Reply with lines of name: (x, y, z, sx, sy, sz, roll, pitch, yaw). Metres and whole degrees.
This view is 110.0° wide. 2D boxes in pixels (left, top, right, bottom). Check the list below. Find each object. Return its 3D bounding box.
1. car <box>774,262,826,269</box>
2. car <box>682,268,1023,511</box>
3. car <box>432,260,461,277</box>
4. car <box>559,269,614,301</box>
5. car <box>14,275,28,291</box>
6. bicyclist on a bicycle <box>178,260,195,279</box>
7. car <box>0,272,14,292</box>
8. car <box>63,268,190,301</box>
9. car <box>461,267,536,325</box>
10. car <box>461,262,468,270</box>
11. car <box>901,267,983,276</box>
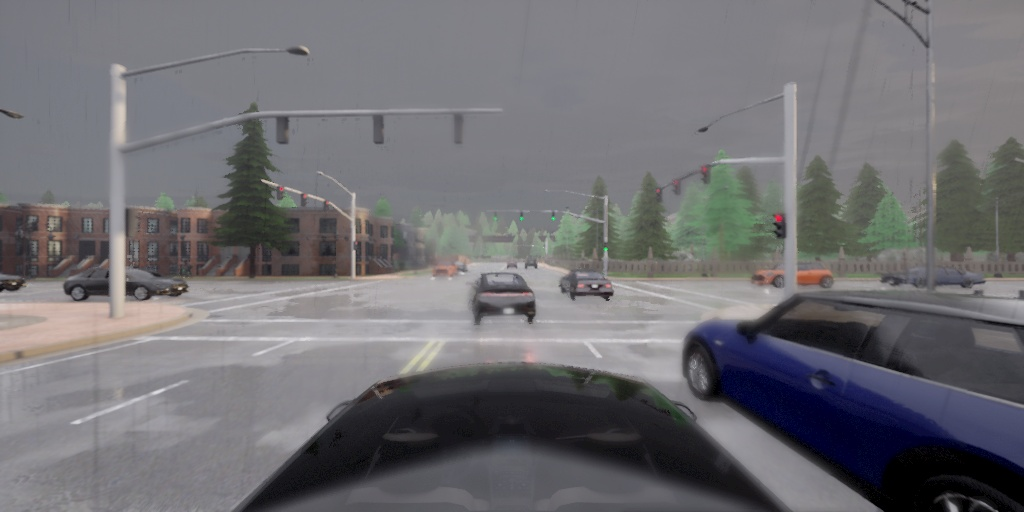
car: (18.713, 1.217, 24.135, 4.553, 1.767, 2.097, 0, 0, 0)
car: (3.601, 1.112, 3.564, 2.097, 1.767, 4.553, 0, 0, 0)
car: (-7.087, 1.287, 38.476, 2.097, 1.767, 4.553, 0, 0, 0)
car: (3.605, 1.381, 18.102, 2.033, 1.411, 5.357, 0, 0, 0)
car: (-31.031, 1.346, 20.384, 4.892, 1.490, 1.837, 0, 0, -5)
bicyclist on a bicycle: (-28.811, 1.202, 31.773, 0.582, 1.620, 1.656, 0, 0, -1)
car: (-27.755, 1.426, 17.162, 4.718, 1.301, 1.895, 0, 0, -3)
car: (-18.495, 1.332, 17.336, 4.892, 1.490, 1.837, 0, 0, -1)
car: (-0.485, 1.294, 12.135, 2.128, 1.511, 4.902, 0, 0, -9)
car: (-7.074, 1.511, 48.408, 1.812, 1.442, 4.674, 0, 0, 1)
car: (28.238, 1.414, 24.118, 5.357, 1.411, 2.033, 0, 0, 1)
